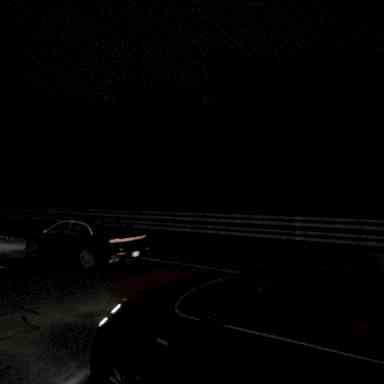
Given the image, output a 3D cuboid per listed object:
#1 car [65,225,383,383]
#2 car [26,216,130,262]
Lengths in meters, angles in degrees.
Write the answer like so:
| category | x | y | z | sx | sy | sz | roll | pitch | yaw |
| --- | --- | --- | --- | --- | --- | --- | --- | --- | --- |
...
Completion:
| category | x | y | z | sx | sy | sz | roll | pitch | yaw |
| --- | --- | --- | --- | --- | --- | --- | --- | --- | --- |
| car | 1.081 | 1.359 | 3.238 | 4.553 | 1.767 | 2.097 | -1 | 0 | 36 |
| car | -3.553 | 1.561 | 10.904 | 4.902 | 1.511 | 2.128 | 0 | 0 | 36 |
